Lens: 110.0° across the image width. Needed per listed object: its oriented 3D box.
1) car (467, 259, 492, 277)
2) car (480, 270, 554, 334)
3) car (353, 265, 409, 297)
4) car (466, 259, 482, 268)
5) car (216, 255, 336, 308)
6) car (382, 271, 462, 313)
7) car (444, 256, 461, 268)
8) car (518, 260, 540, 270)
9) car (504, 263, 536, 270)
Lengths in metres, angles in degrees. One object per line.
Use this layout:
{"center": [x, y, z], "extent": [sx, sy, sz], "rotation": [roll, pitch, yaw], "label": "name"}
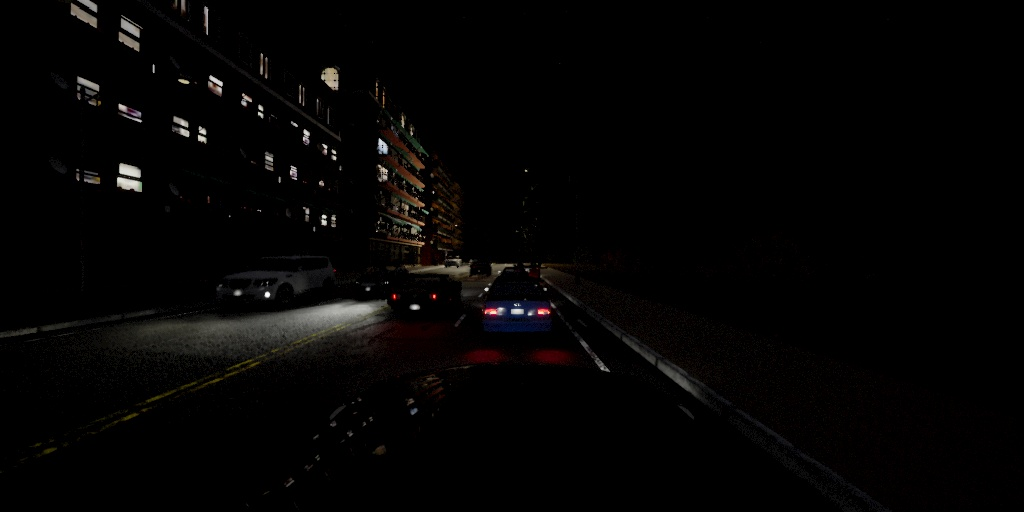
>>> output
{"center": [-3.086, 1.231, 36.207], "extent": [1.882, 1.535, 5.008], "rotation": [0, 0, 0], "label": "car"}
{"center": [0.117, 1.299, 10.583], "extent": [2.033, 1.411, 5.357], "rotation": [0, 0, 0], "label": "car"}
{"center": [-6.570, 1.244, 18.831], "extent": [2.128, 1.511, 4.902], "rotation": [0, 0, 0], "label": "car"}
{"center": [-6.459, 1.299, 61.575], "extent": [2.033, 1.411, 5.357], "rotation": [0, 0, 1], "label": "car"}
{"center": [-9.826, 0.974, 15.612], "extent": [2.150, 2.045, 5.566], "rotation": [0, 0, 0], "label": "car"}
{"center": [-3.130, 1.353, 13.847], "extent": [1.895, 1.301, 4.718], "rotation": [0, 0, 0], "label": "car"}
{"center": [-9.722, 0.976, 59.389], "extent": [2.150, 2.045, 5.566], "rotation": [0, 0, 0], "label": "car"}
{"center": [1.189, 1.105, 29.851], "extent": [2.097, 1.767, 4.553], "rotation": [0, 0, 0], "label": "car"}
{"center": [0.129, 1.317, 20.916], "extent": [1.994, 1.385, 4.181], "rotation": [0, 0, 1], "label": "car"}
